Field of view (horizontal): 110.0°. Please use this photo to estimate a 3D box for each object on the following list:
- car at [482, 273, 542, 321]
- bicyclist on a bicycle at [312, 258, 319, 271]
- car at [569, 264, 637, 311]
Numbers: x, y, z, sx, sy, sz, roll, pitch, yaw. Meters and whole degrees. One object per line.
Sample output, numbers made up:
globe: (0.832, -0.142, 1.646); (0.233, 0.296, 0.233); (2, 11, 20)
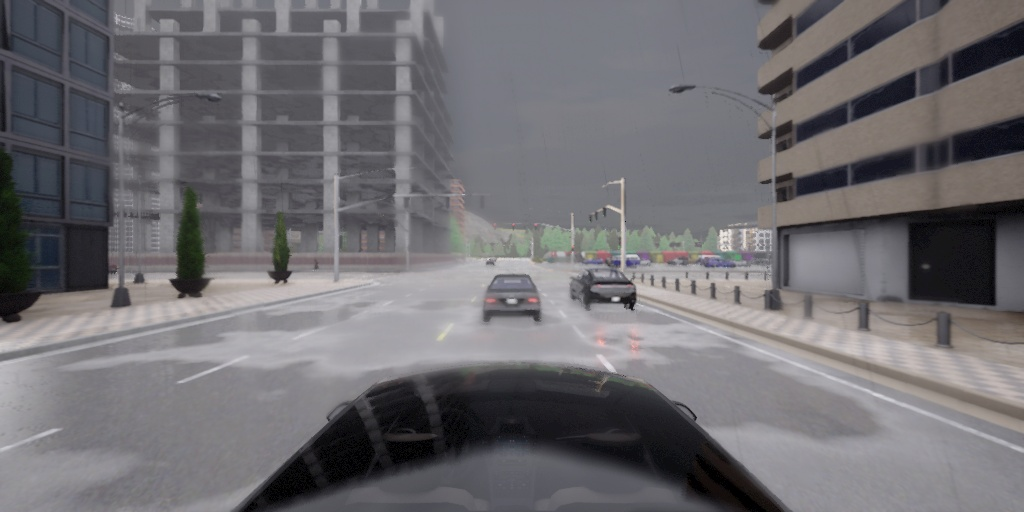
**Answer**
car: (0.014, 1.304, 12.401); (2.033, 1.411, 5.357); (0, 0, 0)
bicyclist on a bicycle: (-25.972, 1.136, 47.444); (0.582, 1.620, 1.656); (0, 0, 0)
car: (3.522, 1.250, 14.556); (2.128, 1.511, 4.902); (0, 0, 0)
